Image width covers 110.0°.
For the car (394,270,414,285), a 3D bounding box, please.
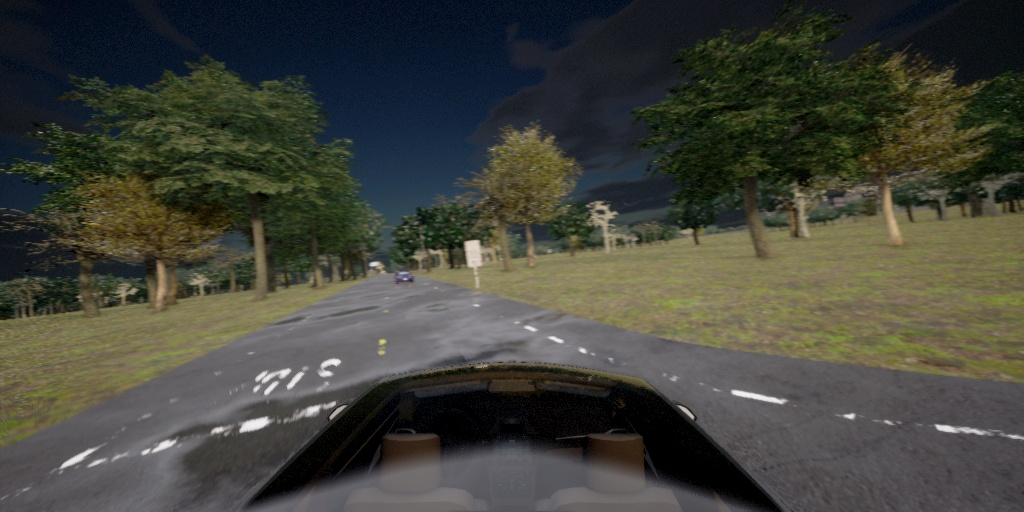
[{"bbox_3d":[-12.277,2.388,40.898,1.812,1.442,4.674,-7,0,-19],"label":"car"}]
